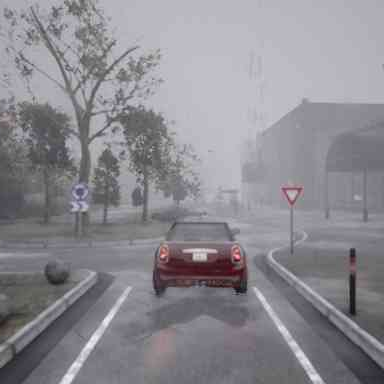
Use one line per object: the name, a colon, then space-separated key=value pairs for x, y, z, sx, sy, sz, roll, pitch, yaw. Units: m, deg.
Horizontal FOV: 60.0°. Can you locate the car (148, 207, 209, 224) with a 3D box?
car: x=-1.244 y=2.109 z=31.063 sx=5.357 sy=1.411 sz=2.033 roll=-1 pitch=-2 yaw=26

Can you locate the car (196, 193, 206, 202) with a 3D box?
car: x=2.289 y=1.279 z=80.597 sx=2.150 sy=2.045 sz=5.566 roll=0 pitch=0 yaw=5

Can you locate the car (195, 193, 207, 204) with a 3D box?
car: x=1.703 y=1.453 z=69.854 sx=2.150 sy=2.045 sz=5.566 roll=0 pitch=0 yaw=3

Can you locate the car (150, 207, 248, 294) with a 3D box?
car: x=0.260 y=1.420 z=9.141 sx=2.097 sy=1.767 sz=4.553 roll=0 pitch=-1 yaw=2
